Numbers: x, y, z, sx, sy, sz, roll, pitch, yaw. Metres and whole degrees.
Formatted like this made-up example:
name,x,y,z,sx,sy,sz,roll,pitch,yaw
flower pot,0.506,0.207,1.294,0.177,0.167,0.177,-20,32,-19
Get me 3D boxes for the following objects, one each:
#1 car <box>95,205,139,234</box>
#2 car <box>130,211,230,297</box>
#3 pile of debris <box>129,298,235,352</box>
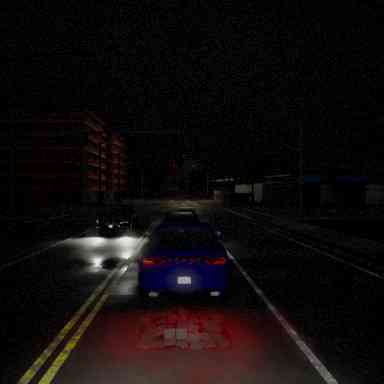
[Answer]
name,x,y,z,sx,sy,sz,roll,pitch,yaw
car,-4.223,1.518,19.309,1.837,1.490,4.892,0,0,-2
car,-0.216,1.477,8.609,1.882,1.535,5.008,0,0,-2
pile of debris,-0.175,2.175,5.638,1.500,0.140,1.860,0,0,-2
